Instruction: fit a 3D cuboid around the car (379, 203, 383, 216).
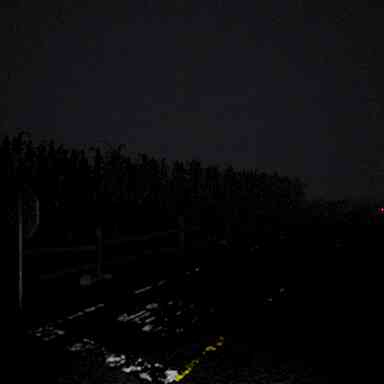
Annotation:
[{"bbox_3d":[20.180,1.716,33.738,1.895,1.301,4.718,0,0,33],"label":"car"}]
